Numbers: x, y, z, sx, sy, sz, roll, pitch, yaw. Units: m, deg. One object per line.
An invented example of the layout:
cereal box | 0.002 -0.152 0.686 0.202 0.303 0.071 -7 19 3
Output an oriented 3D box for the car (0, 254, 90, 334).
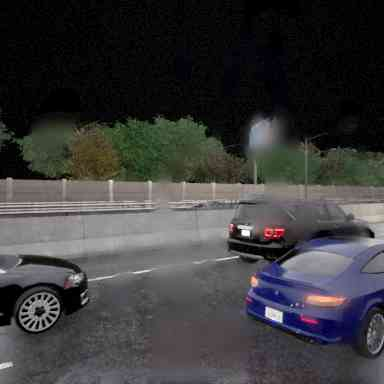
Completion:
car | -4.117 1.491 5.097 4.902 1.511 2.128 0 0 -36

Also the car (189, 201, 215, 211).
car | 1.722 1.579 31.226 4.181 1.385 1.994 0 0 -36

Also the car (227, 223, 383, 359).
car | 2.987 1.528 5.951 4.674 1.442 1.812 0 0 -36

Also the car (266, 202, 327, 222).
car | 8.771 1.567 27.695 5.357 1.411 2.033 0 0 -36

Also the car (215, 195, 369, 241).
car | 3.651 1.226 10.745 5.566 2.045 2.150 0 0 -36
